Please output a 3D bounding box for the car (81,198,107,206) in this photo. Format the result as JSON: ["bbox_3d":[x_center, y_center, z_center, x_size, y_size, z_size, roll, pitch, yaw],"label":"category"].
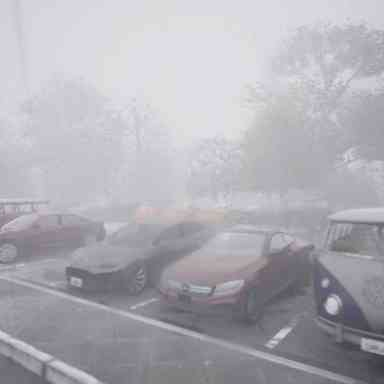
[{"bbox_3d":[-6.787,1.524,29.203,2.231,1.521,4.892,0,0,36],"label":"car"}]

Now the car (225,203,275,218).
[{"bbox_3d":[4.475,1.477,21.138,2.231,1.521,4.892,0,0,36],"label":"car"}]

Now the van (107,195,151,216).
[{"bbox_3d":[-4.463,1.288,27.691,1.878,1.987,4.442,0,0,36],"label":"van"}]

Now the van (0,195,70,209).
[{"bbox_3d":[-7.732,1.270,13.943,1.878,1.987,4.442,0,0,36],"label":"van"}]

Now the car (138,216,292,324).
[{"bbox_3d":[1.230,1.498,7.383,2.002,1.452,4.674,0,0,36],"label":"car"}]

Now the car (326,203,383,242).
[{"bbox_3d":[8.876,1.454,17.766,1.946,1.575,5.366,0,0,36],"label":"car"}]

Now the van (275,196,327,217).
[{"bbox_3d":[6.798,1.241,19.625,1.878,1.987,4.442,0,0,36],"label":"van"}]

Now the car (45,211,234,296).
[{"bbox_3d":[-1.047,1.496,8.974,2.163,1.488,4.792,0,0,36],"label":"car"}]

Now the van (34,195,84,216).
[{"bbox_3d":[-13.567,1.351,34.213,1.878,1.987,4.442,-1,0,36],"label":"van"}]

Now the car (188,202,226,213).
[{"bbox_3d":[2.223,1.485,22.751,2.097,1.535,5.008,0,0,36],"label":"car"}]

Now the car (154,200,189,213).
[{"bbox_3d":[-0.131,1.495,24.438,2.097,1.535,5.008,0,0,36],"label":"car"}]

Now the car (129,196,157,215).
[{"bbox_3d":[-2.298,1.379,25.957,2.185,1.767,4.553,0,0,36],"label":"car"}]

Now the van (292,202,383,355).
[{"bbox_3d":[3.417,1.222,5.670,1.878,1.987,4.442,0,0,36],"label":"van"}]

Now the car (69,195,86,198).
[{"bbox_3d":[-11.269,1.299,32.456,2.435,2.045,5.566,-1,0,36],"label":"car"}]

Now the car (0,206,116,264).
[{"bbox_3d":[-5.539,1.486,12.235,2.097,1.535,5.008,0,0,36],"label":"car"}]

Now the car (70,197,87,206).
[{"bbox_3d":[-9.141,1.532,30.670,1.946,1.575,5.366,0,0,36],"label":"car"}]
